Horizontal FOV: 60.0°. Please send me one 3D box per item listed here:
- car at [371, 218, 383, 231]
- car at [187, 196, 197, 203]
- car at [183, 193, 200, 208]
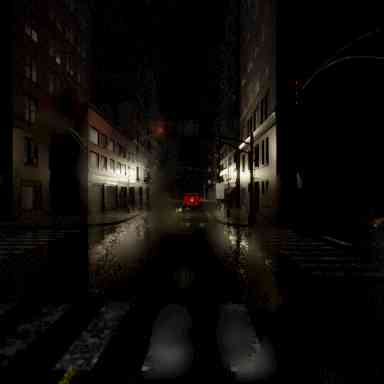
[{"bbox_3d":[12.383,1.514,18.053,4.829,1.417,1.752,0,0,0],"label":"car"},{"bbox_3d":[-0.051,1.555,67.944,1.895,1.301,4.718,0,0,0],"label":"car"},{"bbox_3d":[-0.003,1.198,46.694,2.150,2.045,5.566,0,0,0],"label":"car"}]
